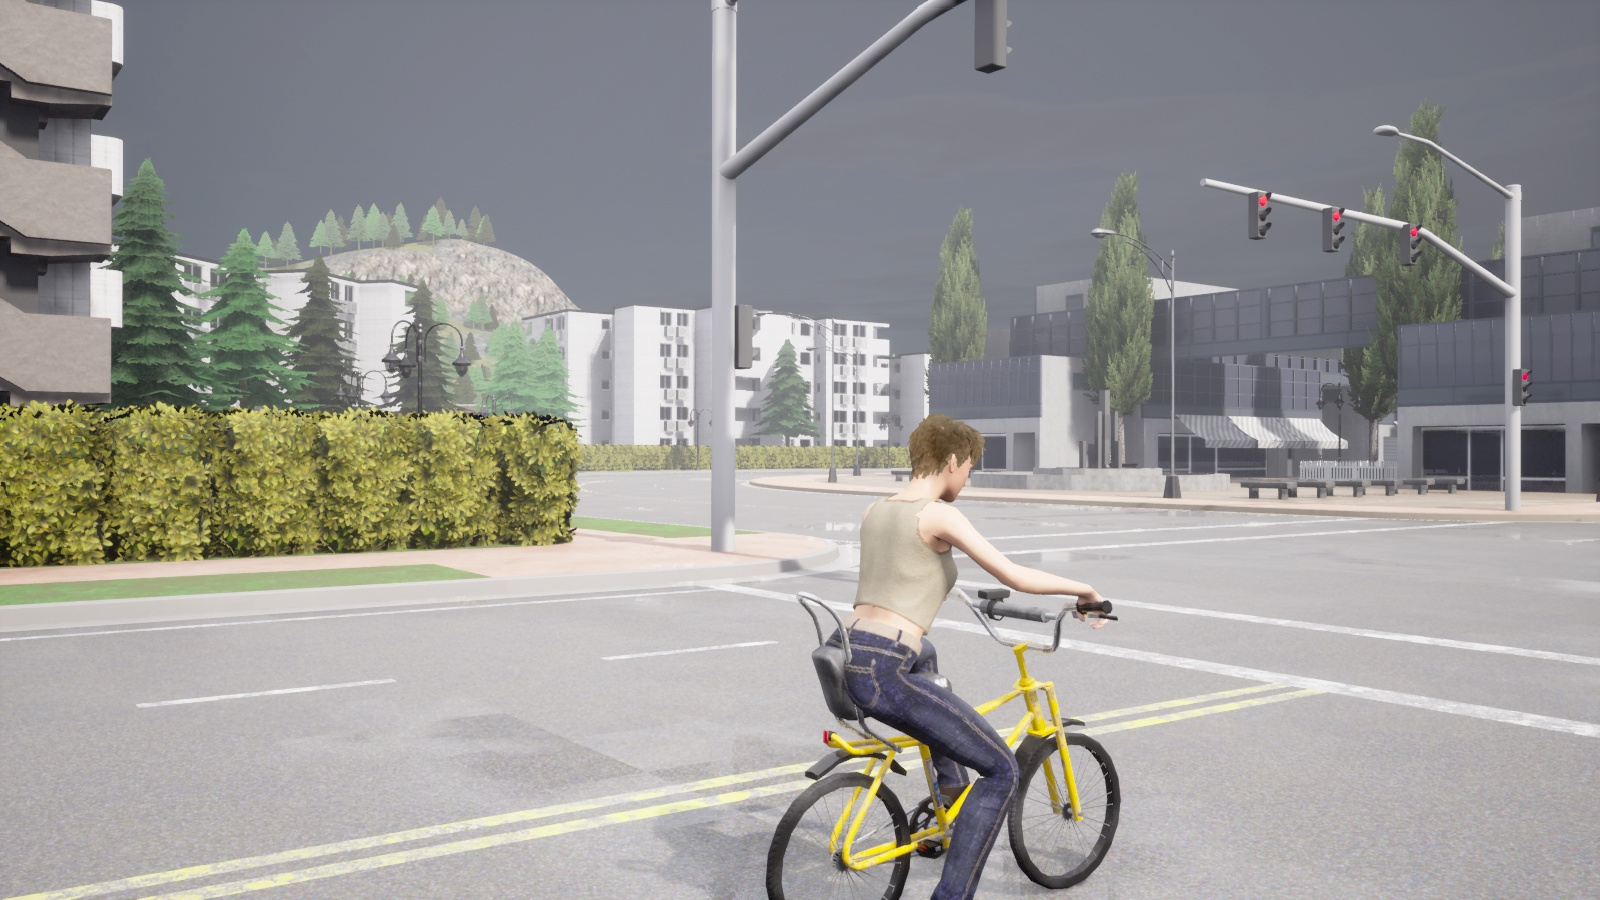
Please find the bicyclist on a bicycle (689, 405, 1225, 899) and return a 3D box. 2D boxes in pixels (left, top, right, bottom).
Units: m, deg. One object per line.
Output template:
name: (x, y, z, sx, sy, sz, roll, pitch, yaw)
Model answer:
bicyclist on a bicycle: (0.520, 0.690, 4.026, 1.509, 1.612, 0.866, 0, 0, -35)
